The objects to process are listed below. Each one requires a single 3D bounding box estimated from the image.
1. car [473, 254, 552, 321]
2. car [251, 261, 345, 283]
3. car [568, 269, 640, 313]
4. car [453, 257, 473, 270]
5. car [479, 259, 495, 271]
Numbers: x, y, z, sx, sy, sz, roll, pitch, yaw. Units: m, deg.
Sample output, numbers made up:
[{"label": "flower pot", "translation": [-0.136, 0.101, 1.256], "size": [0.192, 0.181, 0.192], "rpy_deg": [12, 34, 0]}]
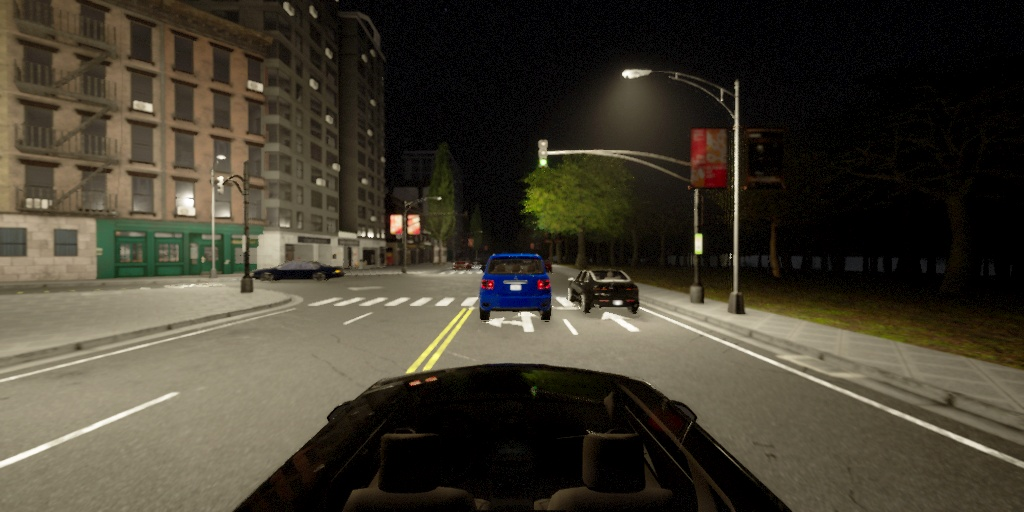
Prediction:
[{"label": "car", "translation": [0.103, 0.945, 12.431], "size": [2.150, 2.045, 5.566], "rpy_deg": [0, 0, 0]}, {"label": "car", "translation": [-14.207, 1.032, 24.014], "size": [5.357, 1.411, 2.033], "rpy_deg": [1, 0, -16]}, {"label": "car", "translation": [3.351, 1.225, 13.765], "size": [1.837, 1.490, 4.892], "rpy_deg": [0, 0, 0]}, {"label": "car", "translation": [-6.574, 0.985, 47.761], "size": [2.097, 1.767, 4.553], "rpy_deg": [0, 0, 0]}, {"label": "car", "translation": [-3.325, 1.138, 48.085], "size": [1.837, 1.490, 4.892], "rpy_deg": [0, 0, 0]}]
